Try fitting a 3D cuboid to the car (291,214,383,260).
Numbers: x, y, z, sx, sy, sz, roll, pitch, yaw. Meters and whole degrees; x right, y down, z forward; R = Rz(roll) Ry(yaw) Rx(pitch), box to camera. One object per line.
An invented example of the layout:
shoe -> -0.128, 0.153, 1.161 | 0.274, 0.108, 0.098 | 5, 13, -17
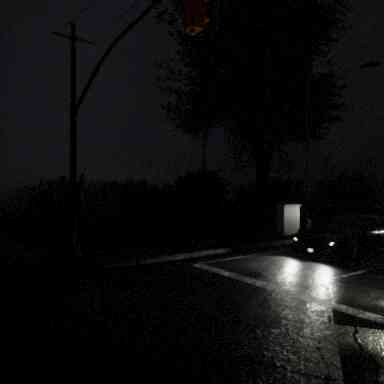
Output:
car -> 6.116, 1.551, 12.624 | 5.357, 1.411, 2.033 | 0, 0, -35
